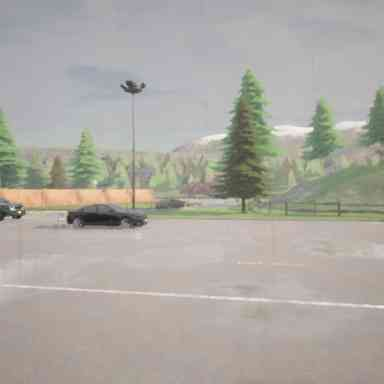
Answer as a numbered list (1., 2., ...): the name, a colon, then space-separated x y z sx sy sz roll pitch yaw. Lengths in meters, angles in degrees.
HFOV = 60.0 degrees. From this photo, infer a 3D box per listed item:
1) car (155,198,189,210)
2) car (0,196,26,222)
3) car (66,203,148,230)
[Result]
1. car: -2.412 1.446 40.669 4.181 1.385 1.994 0 0 -42
2. car: -15.992 1.222 26.207 5.566 2.045 2.150 0 0 11
3. car: -5.221 1.439 20.517 5.008 1.535 1.882 0 0 11
